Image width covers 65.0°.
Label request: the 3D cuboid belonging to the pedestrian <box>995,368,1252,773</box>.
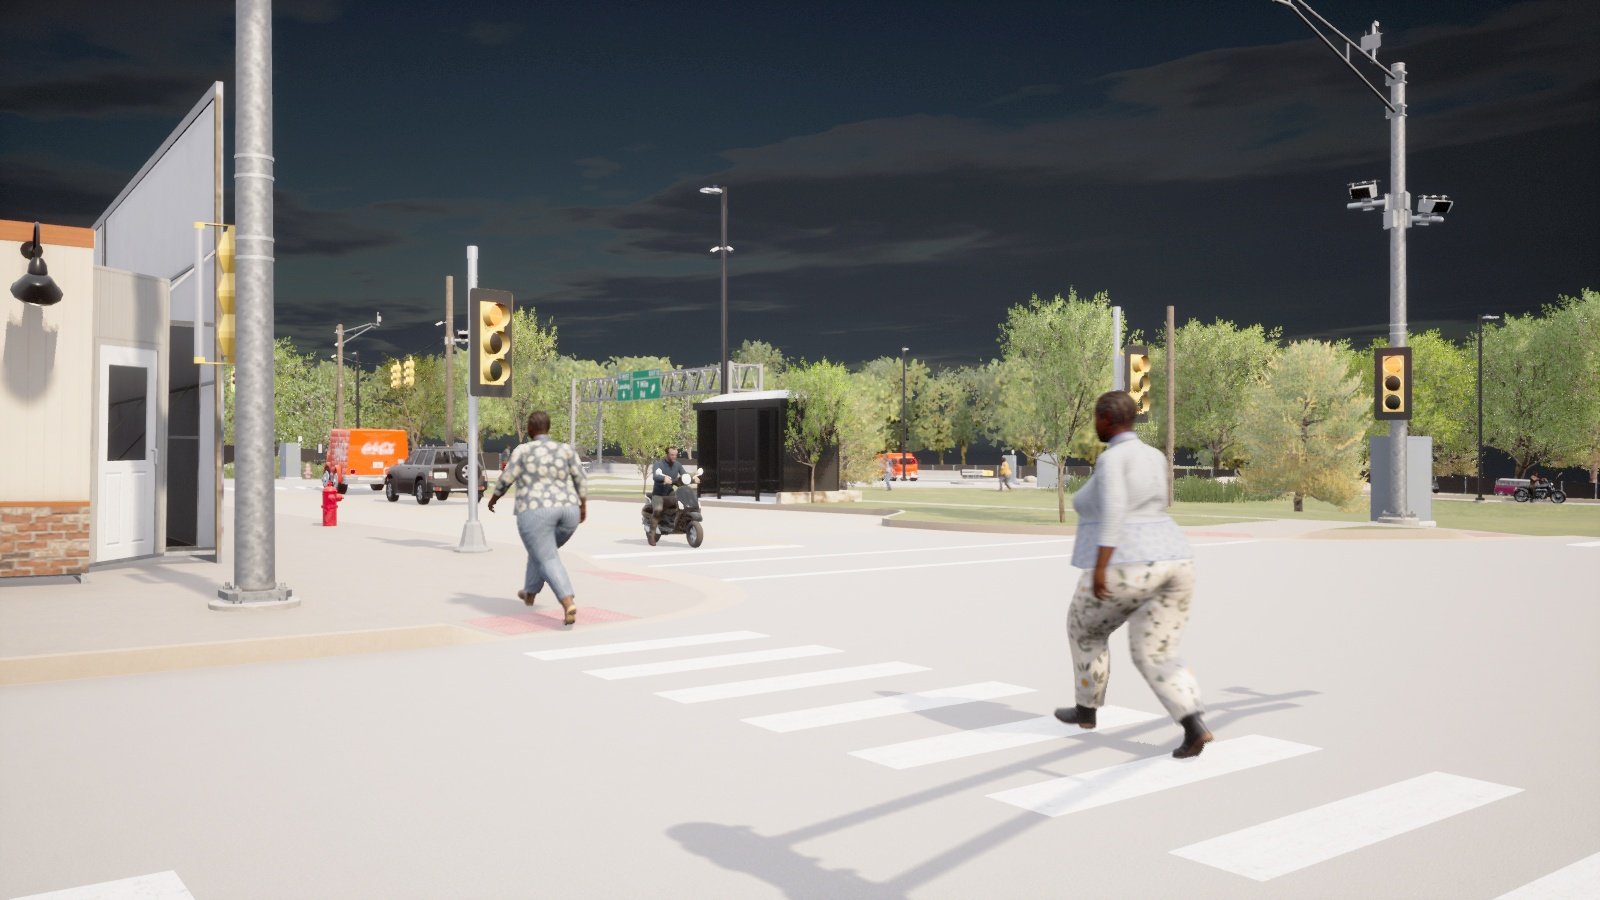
[{"bbox_3d":[1.627,0.550,6.360,0.874,1.855,0.900,0,0,-36],"label":"pedestrian"}]

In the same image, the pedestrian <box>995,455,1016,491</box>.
[{"bbox_3d":[10.650,1.194,65.000,0.900,1.855,0.874,0,0,-2],"label":"pedestrian"}]

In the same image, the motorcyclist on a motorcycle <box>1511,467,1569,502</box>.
[{"bbox_3d":[36.430,1.689,61.827,0.766,1.649,2.350,0,0,-42],"label":"motorcyclist on a motorcycle"}]

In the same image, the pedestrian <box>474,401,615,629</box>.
[{"bbox_3d":[-2.214,0.530,10.858,0.874,1.855,0.900,0,0,-38],"label":"pedestrian"}]

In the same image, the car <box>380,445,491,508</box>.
[{"bbox_3d":[-11.632,0.806,39.863,1.932,1.855,4.605,0,0,-36],"label":"car"}]

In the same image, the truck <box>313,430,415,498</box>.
[{"bbox_3d":[-16.950,0.484,48.655,2.627,2.467,5.204,0,1,-32],"label":"truck"}]

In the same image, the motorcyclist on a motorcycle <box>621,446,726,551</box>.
[{"bbox_3d":[-2.040,0.744,20.081,0.866,1.590,1.817,0,0,-36],"label":"motorcyclist on a motorcycle"}]
